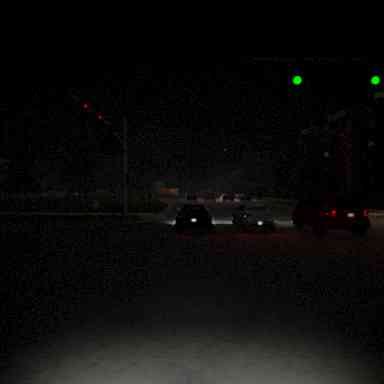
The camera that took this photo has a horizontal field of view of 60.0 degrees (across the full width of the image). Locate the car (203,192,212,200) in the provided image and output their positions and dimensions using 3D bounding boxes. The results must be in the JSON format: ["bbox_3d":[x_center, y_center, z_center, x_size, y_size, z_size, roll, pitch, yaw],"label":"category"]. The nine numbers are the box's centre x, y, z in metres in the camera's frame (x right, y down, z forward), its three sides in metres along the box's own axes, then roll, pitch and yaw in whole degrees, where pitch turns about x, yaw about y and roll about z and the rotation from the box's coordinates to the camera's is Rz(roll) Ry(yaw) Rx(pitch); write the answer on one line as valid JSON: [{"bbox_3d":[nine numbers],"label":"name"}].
[{"bbox_3d":[3.455,0.887,74.667,1.882,1.535,5.008,0,0,0],"label":"car"}]

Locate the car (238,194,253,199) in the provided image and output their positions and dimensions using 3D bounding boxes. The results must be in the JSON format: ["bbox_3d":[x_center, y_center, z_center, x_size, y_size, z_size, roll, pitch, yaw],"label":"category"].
[{"bbox_3d":[10.462,1.158,64.703,1.895,1.301,4.718,0,0,0],"label":"car"}]

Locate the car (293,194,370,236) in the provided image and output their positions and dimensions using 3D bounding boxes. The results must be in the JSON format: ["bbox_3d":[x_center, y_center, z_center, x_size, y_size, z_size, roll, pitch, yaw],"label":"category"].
[{"bbox_3d":[7.095,1.101,17.542,2.150,2.045,5.566,0,0,0],"label":"car"}]

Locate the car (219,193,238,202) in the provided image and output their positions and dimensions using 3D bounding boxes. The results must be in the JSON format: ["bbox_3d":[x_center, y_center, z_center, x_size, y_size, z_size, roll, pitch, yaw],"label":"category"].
[{"bbox_3d":[6.962,1.052,64.253,2.128,1.511,4.902,0,0,0],"label":"car"}]

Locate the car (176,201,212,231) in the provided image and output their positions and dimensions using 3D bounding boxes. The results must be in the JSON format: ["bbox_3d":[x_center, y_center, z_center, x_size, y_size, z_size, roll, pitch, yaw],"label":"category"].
[{"bbox_3d":[0.093,1.431,19.356,1.994,1.385,4.181,0,0,0],"label":"car"}]

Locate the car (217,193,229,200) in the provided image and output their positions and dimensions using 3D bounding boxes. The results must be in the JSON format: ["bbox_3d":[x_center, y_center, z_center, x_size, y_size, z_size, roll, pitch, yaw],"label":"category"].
[{"bbox_3d":[6.955,0.935,74.670,2.128,1.511,4.902,0,0,0],"label":"car"}]

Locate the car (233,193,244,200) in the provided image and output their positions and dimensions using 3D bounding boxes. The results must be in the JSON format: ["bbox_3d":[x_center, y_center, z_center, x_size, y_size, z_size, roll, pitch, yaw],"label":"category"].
[{"bbox_3d":[10.455,1.004,74.703,1.895,1.301,4.718,0,0,0],"label":"car"}]

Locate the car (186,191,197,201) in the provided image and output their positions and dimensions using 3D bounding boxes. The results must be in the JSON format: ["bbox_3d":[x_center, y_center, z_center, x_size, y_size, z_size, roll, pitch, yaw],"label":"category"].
[{"bbox_3d":[-0.038,1.037,64.248,1.882,1.535,5.008,0,0,0],"label":"car"}]

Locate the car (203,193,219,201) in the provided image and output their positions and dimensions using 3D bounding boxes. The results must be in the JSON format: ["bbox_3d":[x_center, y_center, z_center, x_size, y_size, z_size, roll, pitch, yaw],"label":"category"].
[{"bbox_3d":[3.462,0.909,64.636,2.097,1.767,4.553,0,0,0],"label":"car"}]

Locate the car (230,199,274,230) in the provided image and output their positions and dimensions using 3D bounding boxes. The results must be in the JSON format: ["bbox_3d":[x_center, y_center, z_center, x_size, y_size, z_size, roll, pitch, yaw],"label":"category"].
[{"bbox_3d":[3.579,1.389,19.814,1.812,1.442,4.674,0,0,0],"label":"car"}]
